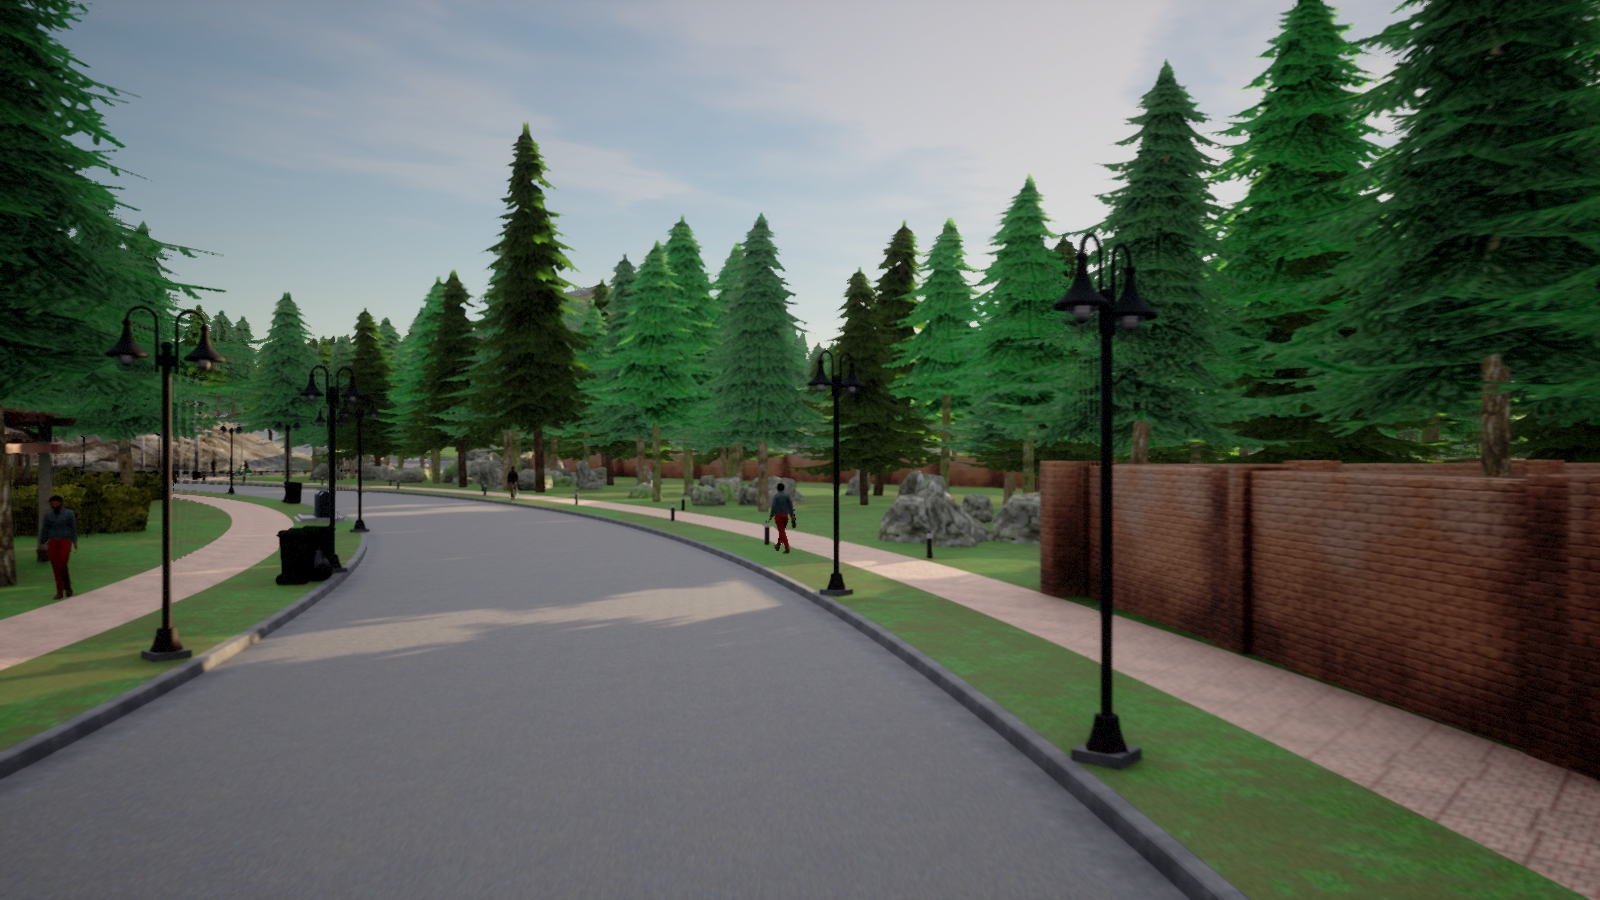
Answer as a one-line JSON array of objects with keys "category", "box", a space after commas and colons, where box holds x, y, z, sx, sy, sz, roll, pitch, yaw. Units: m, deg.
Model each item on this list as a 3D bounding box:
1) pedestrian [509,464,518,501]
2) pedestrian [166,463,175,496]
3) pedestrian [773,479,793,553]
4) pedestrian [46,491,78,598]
[{"category": "pedestrian", "box": [-14.680, 1.667, 58.566, 0.375, 1.860, 0.375, 0, 0, -30]}, {"category": "pedestrian", "box": [-35.837, 1.668, 65.024, 0.375, 1.860, 0.375, 0, 0, -43]}, {"category": "pedestrian", "box": [-0.431, 1.667, 28.924, 0.375, 1.860, 0.375, 0, 0, -25]}, {"category": "pedestrian", "box": [-13.111, 1.665, 20.296, 0.375, 1.860, 0.375, 0, 0, -13]}]
